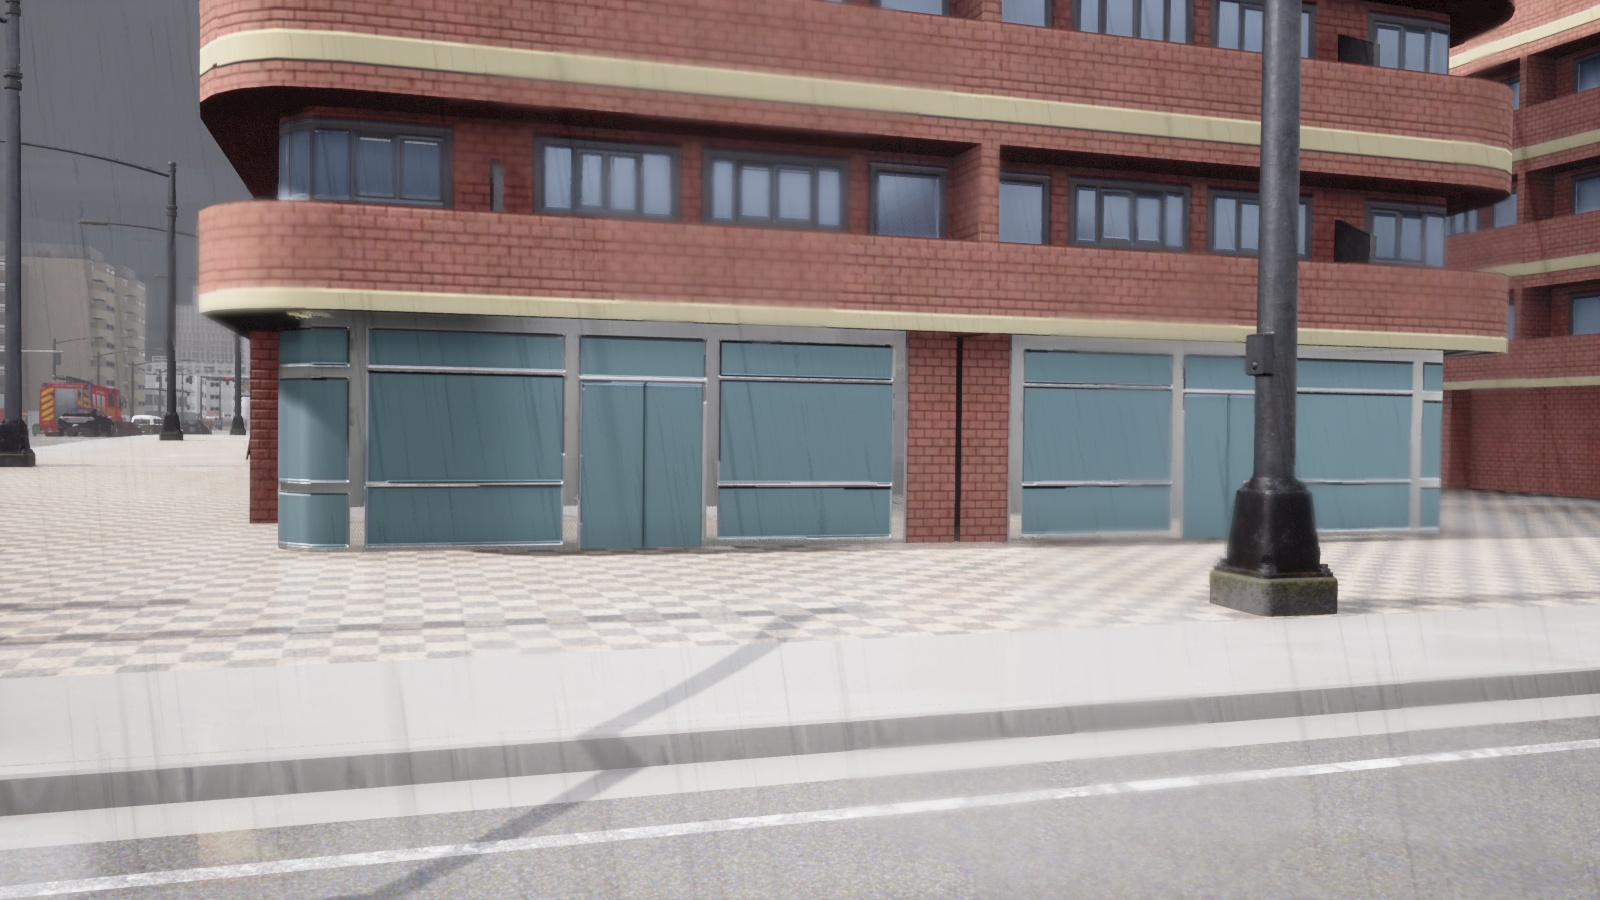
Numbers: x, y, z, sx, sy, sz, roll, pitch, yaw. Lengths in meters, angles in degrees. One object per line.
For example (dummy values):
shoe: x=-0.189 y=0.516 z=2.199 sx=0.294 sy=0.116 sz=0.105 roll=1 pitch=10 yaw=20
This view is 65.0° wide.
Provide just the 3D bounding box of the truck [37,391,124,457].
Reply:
truck: x=-44.921 y=-1.537 z=78.713 sx=2.891 sy=3.827 sz=8.468 roll=-1 pitch=-1 yaw=-17

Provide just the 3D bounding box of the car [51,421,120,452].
car: x=-36.860 y=-0.664 z=64.901 sx=2.128 sy=1.511 sz=4.902 roll=-1 pitch=0 yaw=-18
